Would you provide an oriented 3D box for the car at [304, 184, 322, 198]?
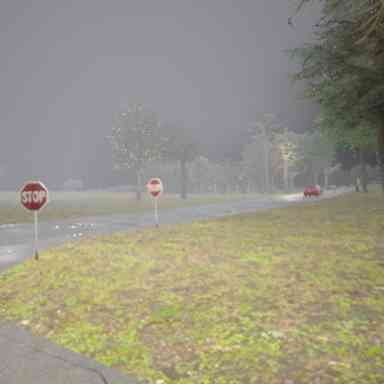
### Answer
[{"bbox_3d":[19.755,-0.200,54.305,2.150,2.045,5.566,-3,1,30],"label":"car"}]
